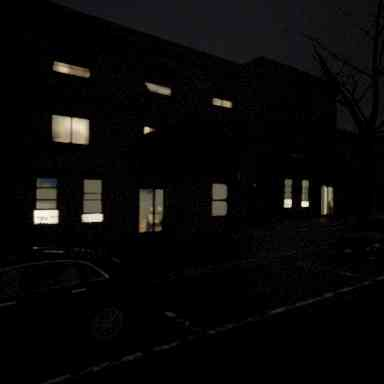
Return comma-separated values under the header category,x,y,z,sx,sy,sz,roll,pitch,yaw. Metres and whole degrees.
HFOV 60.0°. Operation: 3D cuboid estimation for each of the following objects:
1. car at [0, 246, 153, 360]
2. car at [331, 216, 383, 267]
category,x,y,z,sx,sy,sz,roll,pitch,yaw
car,-2.703,1.550,4.776,4.403,1.369,2.008,0,1,-35
car,6.521,1.517,11.283,4.507,1.381,1.887,0,1,-35
